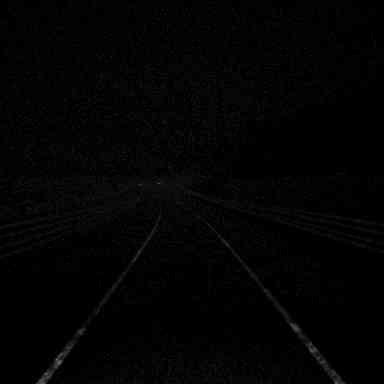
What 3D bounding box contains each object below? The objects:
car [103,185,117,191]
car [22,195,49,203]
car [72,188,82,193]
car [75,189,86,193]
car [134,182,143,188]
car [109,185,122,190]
[{"bbox_3d":[-21.737,-1.105,88.345,1.994,1.385,4.181,0,4,10],"label":"car"},{"bbox_3d":[-24.484,1.118,52.337,1.882,1.535,5.008,0,4,10],"label":"car"},{"bbox_3d":[-24.489,-0.140,72.615,1.812,1.442,4.674,0,4,10],"label":"car"},{"bbox_3d":[-19.310,0.594,61.603,1.895,1.301,4.718,0,4,10],"label":"car"},{"bbox_3d":[-14.841,-1.053,87.142,1.994,1.385,4.181,0,4,10],"label":"car"},{"bbox_3d":[-18.977,-0.983,83.808,1.837,1.490,4.892,0,4,10],"label":"car"}]
